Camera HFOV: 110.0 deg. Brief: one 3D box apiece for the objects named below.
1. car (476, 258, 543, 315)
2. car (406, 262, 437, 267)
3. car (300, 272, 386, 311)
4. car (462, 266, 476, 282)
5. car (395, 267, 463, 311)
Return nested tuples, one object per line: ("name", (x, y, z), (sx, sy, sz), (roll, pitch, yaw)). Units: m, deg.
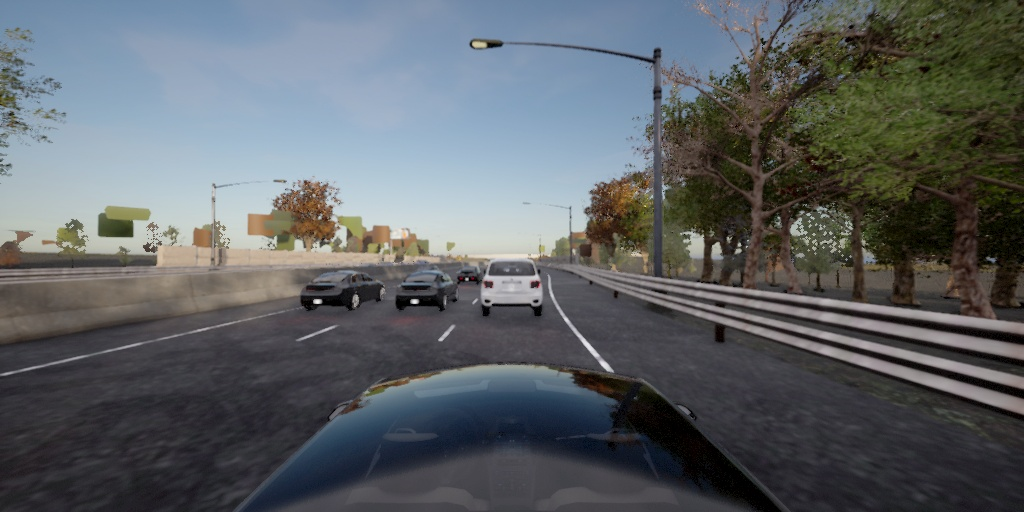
("car", (0.004, 1.110, 14.415), (2.150, 2.045, 5.566), (0, 0, 0))
("car", (-6.991, 1.554, 30.340), (2.128, 1.511, 4.902), (0, 0, 1))
("car", (-6.984, 1.402, 15.337), (1.837, 1.490, 4.892), (0, 0, 1))
("car", (-3.491, 1.569, 30.347), (1.837, 1.490, 4.892), (0, 0, 1))
("car", (-3.483, 1.402, 15.351), (1.837, 1.490, 4.892), (0, 0, 1))
